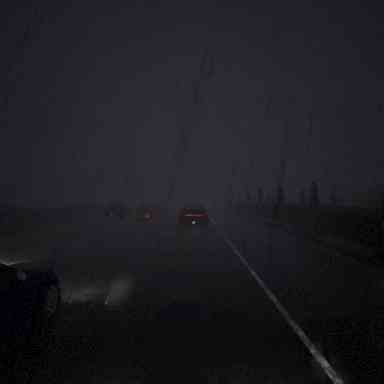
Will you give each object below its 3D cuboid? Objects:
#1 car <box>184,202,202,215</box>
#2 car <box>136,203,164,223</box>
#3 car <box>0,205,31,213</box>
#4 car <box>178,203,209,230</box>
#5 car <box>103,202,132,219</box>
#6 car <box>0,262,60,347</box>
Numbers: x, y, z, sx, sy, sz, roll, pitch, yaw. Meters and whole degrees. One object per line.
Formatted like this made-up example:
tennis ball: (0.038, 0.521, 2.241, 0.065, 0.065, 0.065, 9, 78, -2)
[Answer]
car: (0.126, 1.975, 39.635, 2.033, 1.411, 5.357, 0, -3, 0)
car: (-3.382, 1.662, 27.562, 1.882, 1.535, 5.008, 0, 0, 0)
car: (-14.081, 1.736, 25.876, 1.994, 1.385, 4.181, 0, 0, 0)
car: (0.115, 1.643, 22.514, 2.128, 1.511, 4.902, 0, 0, 0)
car: (-6.880, 1.701, 30.961, 2.128, 1.511, 4.902, 0, 0, 0)
car: (-3.397, 1.556, 4.383, 1.812, 1.442, 4.674, 0, 0, 0)
